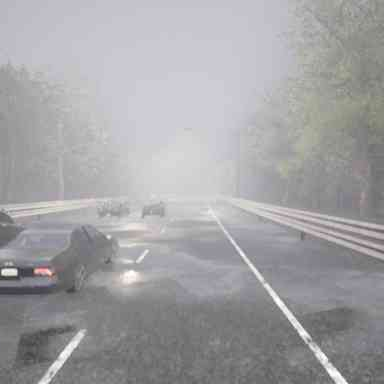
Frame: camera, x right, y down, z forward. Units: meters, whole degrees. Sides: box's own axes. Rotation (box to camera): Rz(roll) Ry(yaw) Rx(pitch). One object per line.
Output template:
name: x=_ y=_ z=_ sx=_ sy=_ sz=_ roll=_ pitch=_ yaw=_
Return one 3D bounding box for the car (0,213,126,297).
car: x=-3.369 y=1.529 z=8.681 sx=2.033 sy=1.411 sz=5.357 roll=0 pitch=0 yaw=0

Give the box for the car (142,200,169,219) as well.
car: x=-3.133 y=1.431 z=28.746 sx=2.128 sy=1.511 sz=4.902 roll=0 pitch=0 yaw=1

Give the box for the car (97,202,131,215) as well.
car: x=-6.675 y=1.543 z=29.183 sx=1.895 sy=1.301 sz=4.718 roll=0 pitch=0 yaw=2

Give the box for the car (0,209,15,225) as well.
car: x=-6.774 y=1.137 z=10.396 sx=1.837 sy=1.490 sz=4.892 roll=8 pitch=-8 yaw=0
